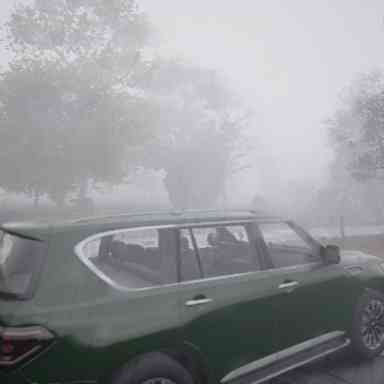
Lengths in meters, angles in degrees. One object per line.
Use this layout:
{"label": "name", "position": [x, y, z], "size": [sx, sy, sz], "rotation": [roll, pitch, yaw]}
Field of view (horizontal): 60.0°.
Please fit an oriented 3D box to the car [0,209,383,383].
{"label": "car", "position": [0.352, 1.227, 4.284], "size": [5.566, 2.045, 2.435], "rotation": [0, -2, -34]}
